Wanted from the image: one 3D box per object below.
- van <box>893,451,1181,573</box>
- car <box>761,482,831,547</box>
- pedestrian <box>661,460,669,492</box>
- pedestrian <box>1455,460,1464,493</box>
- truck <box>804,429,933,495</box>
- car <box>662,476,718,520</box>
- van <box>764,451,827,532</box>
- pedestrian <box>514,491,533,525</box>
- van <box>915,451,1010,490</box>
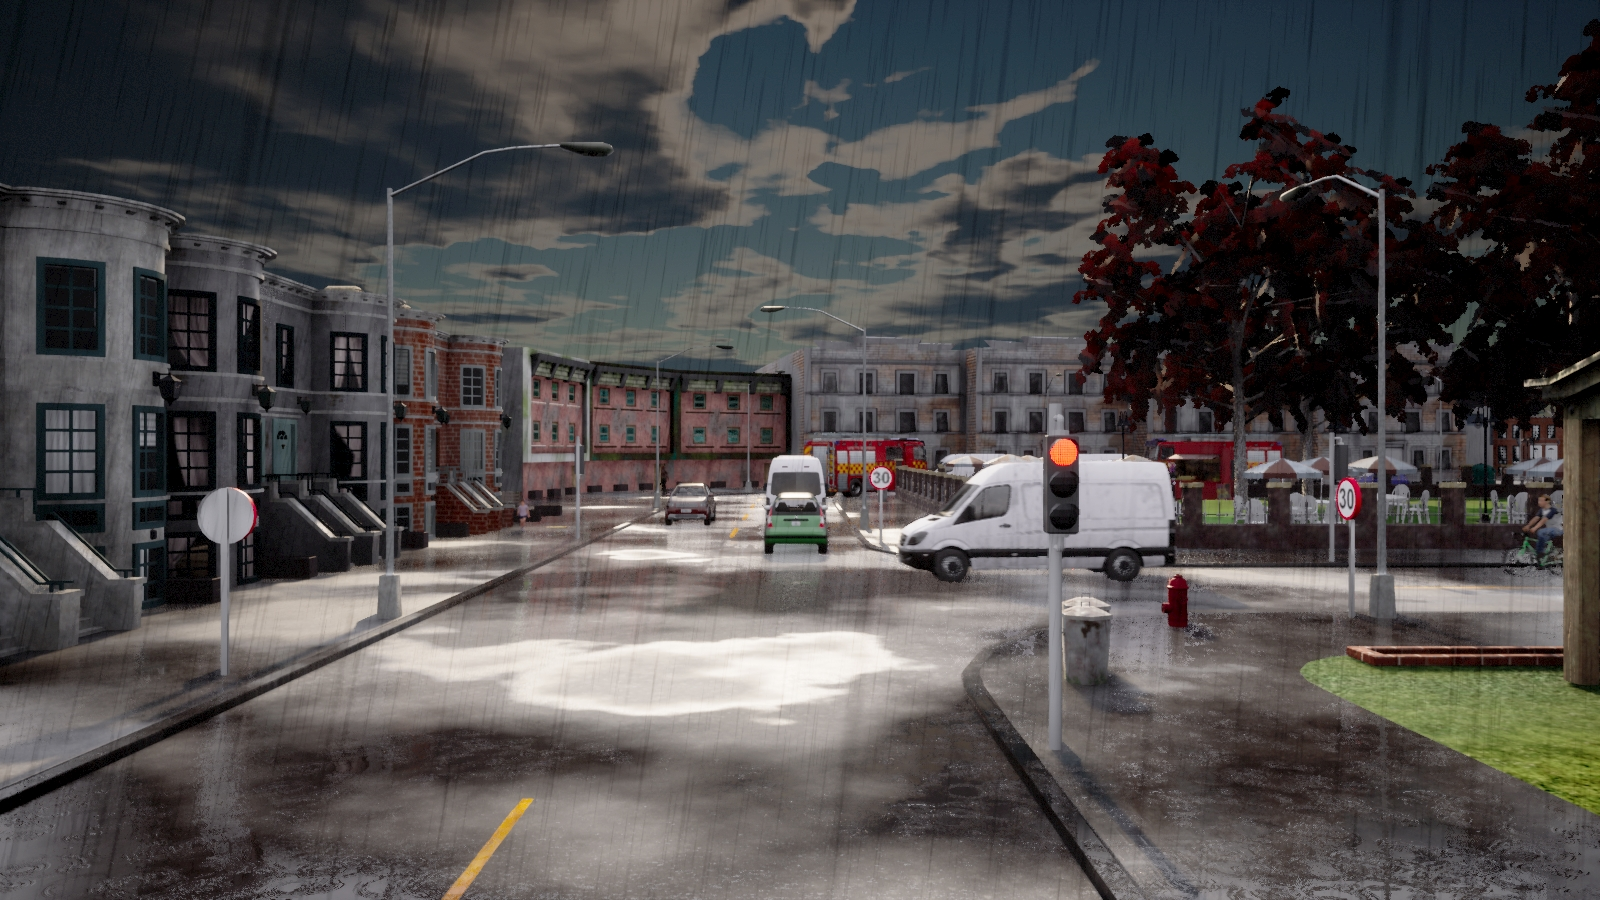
[{"bbox_3d":[5.097,1.314,25.123,5.915,2.561,1.988,0,0,-2],"label":"van"},{"bbox_3d":[-0.119,1.779,32.373,1.851,1.617,3.988,0,0,0],"label":"car"},{"bbox_3d":[-7.989,1.525,67.610,0.375,1.860,0.375,0,0,27],"label":"pedestrian"},{"bbox_3d":[38.088,1.524,65.972,0.375,1.860,0.375,0,0,14],"label":"pedestrian"},{"bbox_3d":[4.295,0.672,70.228,8.468,3.827,2.891,0,0,-43],"label":"truck"},{"bbox_3d":[-4.154,1.806,43.645,1.789,1.549,3.705,0,0,0],"label":"car"},{"bbox_3d":[-0.147,1.315,39.074,1.988,2.561,5.915,0,0,0],"label":"van"},{"bbox_3d":[-9.098,1.904,37.558,0.500,1.100,0.500,0,0,2],"label":"pedestrian"},{"bbox_3d":[10.550,1.314,74.428,5.915,2.561,1.988,0,0,0],"label":"van"}]
